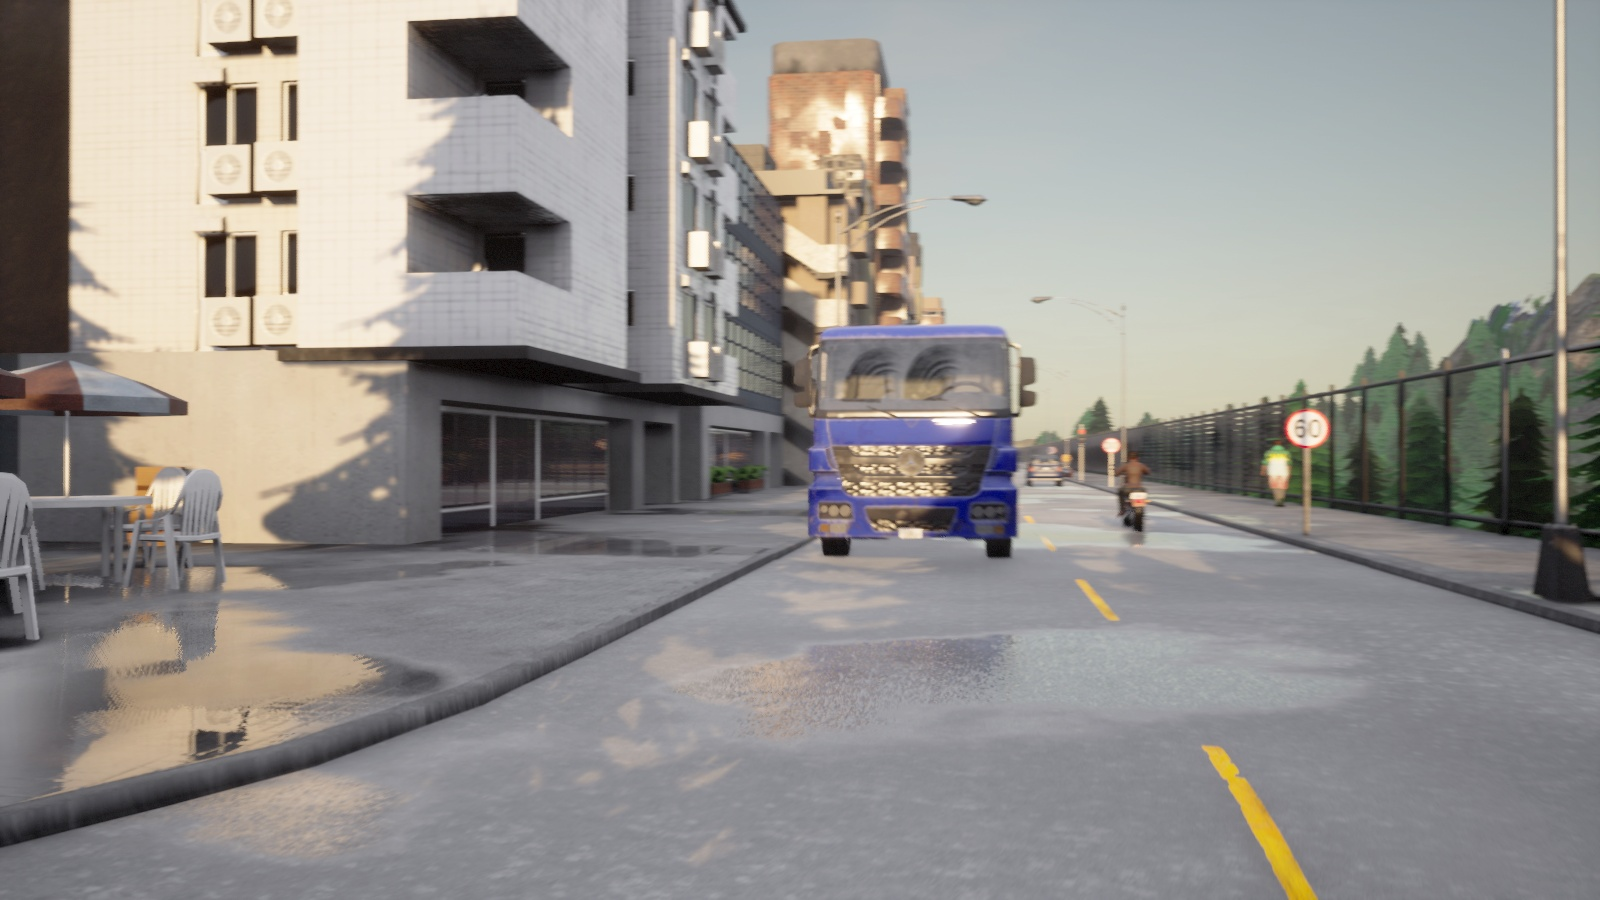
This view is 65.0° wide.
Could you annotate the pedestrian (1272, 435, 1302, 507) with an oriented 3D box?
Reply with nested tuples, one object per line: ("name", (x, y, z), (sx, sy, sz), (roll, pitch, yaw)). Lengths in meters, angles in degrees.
("pedestrian", (13.328, 0.572, 34.374), (0.659, 1.952, 0.873), (0, 0, 15))

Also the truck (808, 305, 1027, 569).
("truck", (2.130, -0.144, 20.622), (2.891, 3.462, 7.936), (0, 0, 9))

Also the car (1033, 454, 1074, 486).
("car", (12.400, 0.974, 61.689), (1.789, 1.549, 3.705), (0, -1, 9))

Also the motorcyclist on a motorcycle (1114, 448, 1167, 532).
("motorcyclist on a motorcycle", (6.963, 0.795, 25.787), (0.766, 1.649, 2.350), (0, 0, 9))
